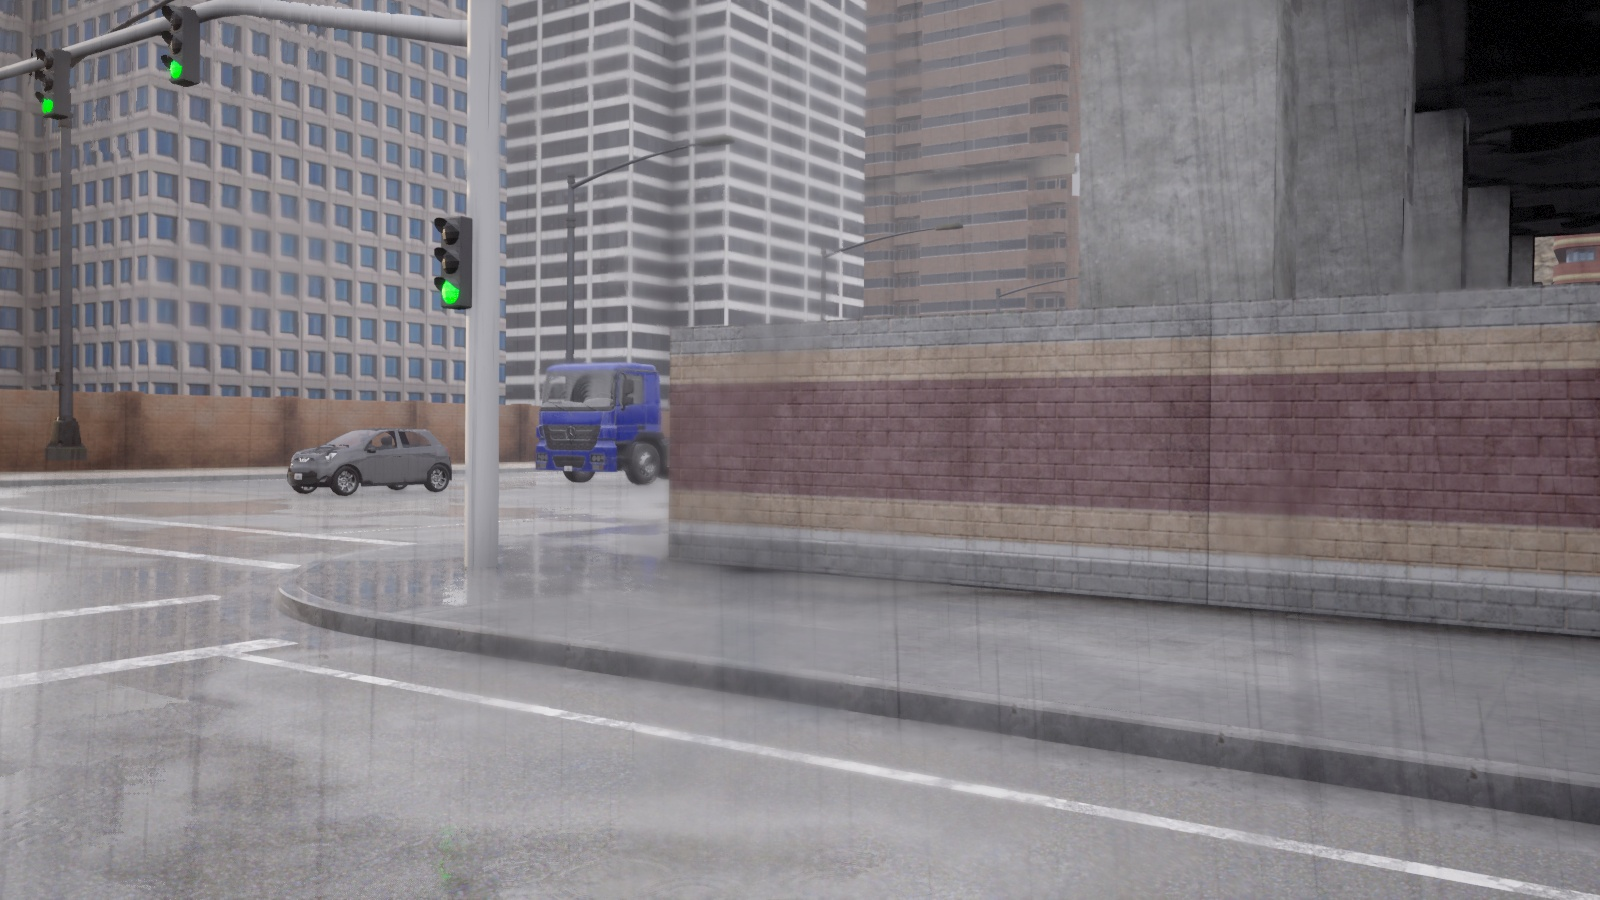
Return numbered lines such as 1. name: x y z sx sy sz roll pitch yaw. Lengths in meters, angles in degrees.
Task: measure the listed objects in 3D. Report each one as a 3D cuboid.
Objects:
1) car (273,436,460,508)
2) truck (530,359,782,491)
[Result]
1. car: -9.798 0.444 28.592 1.845 1.501 3.633 0 1 34
2. truck: -4.016 -0.721 37.134 2.891 3.462 7.936 0 1 34
